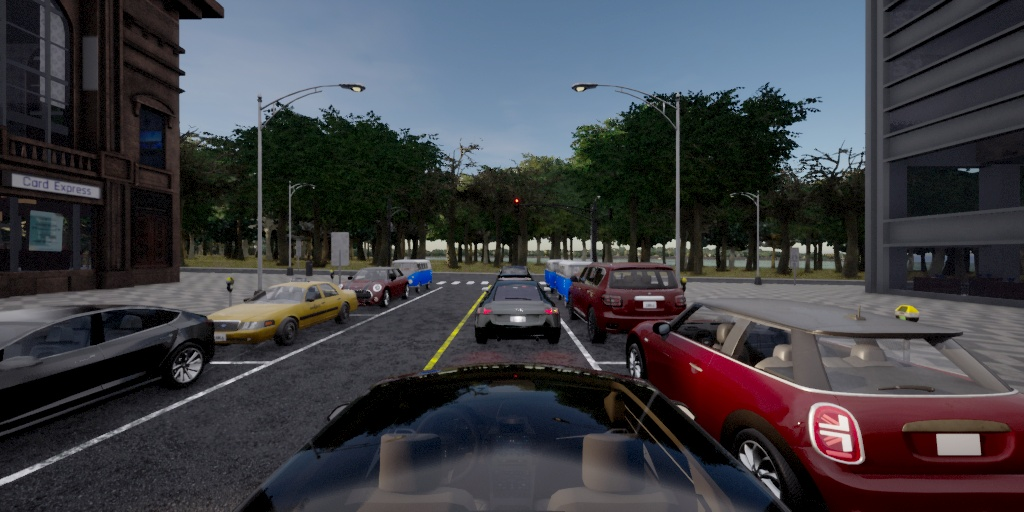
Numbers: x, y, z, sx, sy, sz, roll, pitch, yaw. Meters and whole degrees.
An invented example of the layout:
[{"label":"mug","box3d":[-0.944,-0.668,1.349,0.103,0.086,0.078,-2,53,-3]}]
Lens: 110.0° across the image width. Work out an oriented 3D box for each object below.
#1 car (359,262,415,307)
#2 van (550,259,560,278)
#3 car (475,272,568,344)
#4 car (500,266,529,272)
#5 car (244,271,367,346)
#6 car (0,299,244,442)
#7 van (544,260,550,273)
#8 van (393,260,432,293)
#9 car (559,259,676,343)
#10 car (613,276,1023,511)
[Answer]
[{"label":"car","box3d":[-5.738,1.191,15.049,1.967,1.591,4.097,0,0,0]},{"label":"van","box3d":[2.787,1.092,15.033,1.690,1.789,3.998,0,0,0]},{"label":"car","box3d":[0.119,1.314,9.643,1.994,1.385,4.181,0,0,0]},{"label":"car","box3d":[0.132,1.243,18.525,2.128,1.511,4.902,0,0,0]},{"label":"car","box3d":[-5.749,1.276,9.441,1.751,1.417,4.829,0,0,0]},{"label":"car","box3d":[-5.759,1.316,4.174,1.948,1.339,4.313,0,0,0]},{"label":"van","box3d":[2.797,1.092,20.470,1.690,1.789,3.998,0,0,0]},{"label":"van","box3d":[-5.728,1.093,20.486,1.690,1.789,3.998,0,0,0]},{"label":"car","box3d":[2.777,1.065,9.595,2.192,1.841,5.009,0,0,0]},{"label":"car","box3d":[2.766,1.190,4.157,1.967,1.591,4.097,0,0,0]}]
